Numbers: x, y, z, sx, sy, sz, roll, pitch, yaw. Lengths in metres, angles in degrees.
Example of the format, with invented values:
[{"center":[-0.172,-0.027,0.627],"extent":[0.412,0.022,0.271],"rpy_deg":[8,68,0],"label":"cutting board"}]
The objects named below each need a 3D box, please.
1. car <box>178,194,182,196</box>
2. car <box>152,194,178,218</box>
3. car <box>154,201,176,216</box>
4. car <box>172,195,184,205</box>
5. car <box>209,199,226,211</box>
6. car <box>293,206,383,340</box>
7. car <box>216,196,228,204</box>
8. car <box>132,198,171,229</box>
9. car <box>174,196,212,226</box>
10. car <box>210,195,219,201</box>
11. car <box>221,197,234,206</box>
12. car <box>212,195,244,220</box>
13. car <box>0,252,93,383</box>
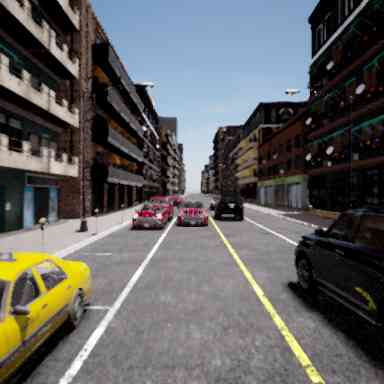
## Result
[{"center":[-2.496,1.305,55.213],"extent":[2.192,1.841,5.009],"rpy_deg":[0,0,0],"label":"car"},{"center":[-2.598,1.306,27.031],"extent":[2.192,1.841,5.009],"rpy_deg":[0,0,0],"label":"car"},{"center":[-2.580,1.573,32.667],"extent":[1.802,1.307,4.206],"rpy_deg":[0,0,0],"label":"car"},{"center":[-2.476,1.429,60.848],"extent":[1.967,1.590,4.097],"rpy_deg":[0,0,0],"label":"car"},{"center":[3.167,1.616,42.844],"extent":[1.895,1.301,4.718],"rpy_deg":[0,0,1],"label":"car"},{"center":[3.589,1.235,5.670],"extent":[2.150,2.045,5.566],"rpy_deg":[0,0,-2],"label":"car"},{"center":[5.924,1.567,66.450],"extent":[1.887,1.381,4.507],"rpy_deg":[0,0,0],"label":"car"},{"center":[-2.620,1.431,21.395],"extent":[1.967,1.590,4.097],"rpy_deg":[0,0,0],"label":"car"},{"center":[0.075,1.354,23.041],"extent":[2.097,1.767,4.553],"rpy_deg":[0,0,0],"label":"car"},{"center":[6.007,1.569,88.995],"extent":[2.008,1.369,4.403],"rpy_deg":[0,0,0],"label":"car"},{"center":[5.883,1.550,55.348],"extent":[1.752,1.417,4.829],"rpy_deg":[0,0,0],"label":"car"},{"center":[3.126,1.236,28.670],"extent":[2.150,2.045,5.566],"rpy_deg":[0,0,0],"label":"car"},{"center":[-2.683,1.515,4.314],"extent":[1.752,1.417,4.829],"rpy_deg":[0,0,0],"label":"car"}]
